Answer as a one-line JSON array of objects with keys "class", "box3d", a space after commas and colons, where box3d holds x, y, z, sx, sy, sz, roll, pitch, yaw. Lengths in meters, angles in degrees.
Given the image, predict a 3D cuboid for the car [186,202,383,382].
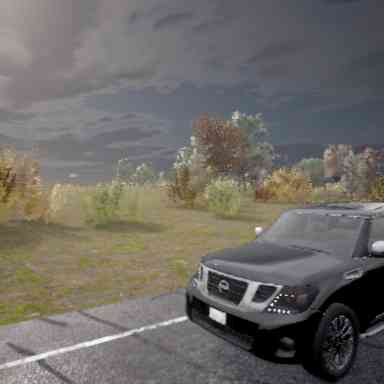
[{"class": "car", "box3d": [2.576, 1.224, 5.824, 5.566, 2.045, 2.150, 0, 0, -35]}]
